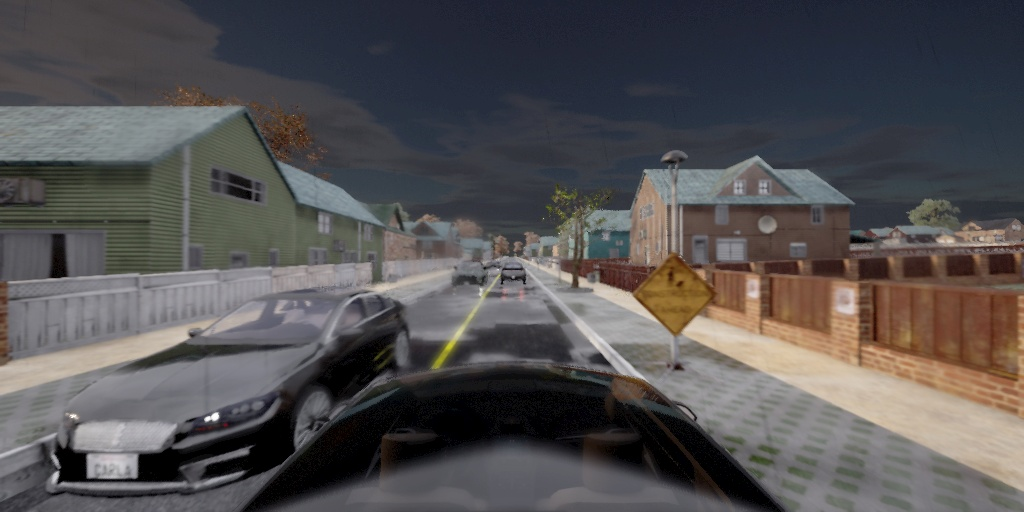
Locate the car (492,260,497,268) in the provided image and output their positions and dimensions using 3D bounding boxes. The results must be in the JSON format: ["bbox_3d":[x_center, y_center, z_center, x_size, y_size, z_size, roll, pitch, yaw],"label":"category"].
[{"bbox_3d":[-2.764,1.309,55.030,1.994,1.385,4.181,0,0,0],"label":"car"}]

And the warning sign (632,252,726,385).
[{"bbox_3d":[2.518,0.869,5.528,1.300,1.860,1.060,0,0,0],"label":"warning sign"}]

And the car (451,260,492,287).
[{"bbox_3d":[-2.762,1.103,24.339,2.097,1.767,4.553,0,0,1],"label":"car"}]

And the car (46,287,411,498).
[{"bbox_3d":[-2.847,1.241,5.008,2.128,1.511,4.902,0,0,0],"label":"car"}]

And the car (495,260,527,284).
[{"bbox_3d":[0.099,1.247,27.044,2.128,1.511,4.902,0,0,0],"label":"car"}]
